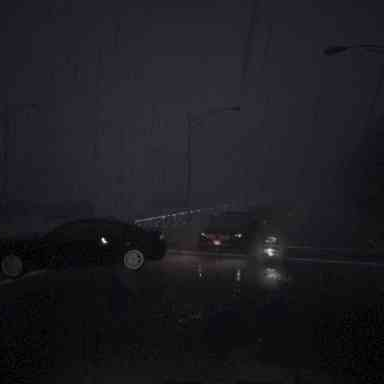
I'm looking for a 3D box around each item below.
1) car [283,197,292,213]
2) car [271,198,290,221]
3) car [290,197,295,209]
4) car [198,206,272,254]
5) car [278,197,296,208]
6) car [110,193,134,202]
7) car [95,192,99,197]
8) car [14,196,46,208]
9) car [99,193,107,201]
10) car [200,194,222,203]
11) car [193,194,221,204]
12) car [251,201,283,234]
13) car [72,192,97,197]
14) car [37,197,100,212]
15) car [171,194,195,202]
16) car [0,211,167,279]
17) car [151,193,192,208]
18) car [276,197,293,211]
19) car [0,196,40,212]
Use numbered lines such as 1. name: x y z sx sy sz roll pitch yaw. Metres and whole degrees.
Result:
1. car: 7.824 1.488 30.461 1.837 1.490 4.892 0 0 19
2. car: 5.934 1.476 24.902 2.128 1.511 4.902 0 0 19
3. car: 9.877 1.545 36.495 1.994 1.385 4.181 0 0 19
4. car: 1.851 1.514 13.856 1.812 1.442 4.674 0 0 25
5. car: 13.656 1.470 47.619 2.128 1.511 4.902 0 0 19
6. car: -13.651 1.047 65.308 4.605 1.855 1.932 0 0 19
7. car: -21.692 1.299 68.001 3.806 1.475 1.970 0 0 19
8. car: -21.589 1.273 44.296 3.633 1.501 1.845 0 0 19
9. car: -20.043 1.015 70.952 3.866 1.878 1.905 0 0 19
10. car: 3.556 1.204 62.923 3.806 1.475 1.970 0 0 19
11. car: 1.798 1.127 56.743 5.027 1.636 2.152 0 0 19
12. car: 4.010 1.491 19.260 1.837 1.490 4.892 0 0 19
13. car: -18.333 1.249 53.743 4.514 1.523 2.007 0 0 19
14. car: -8.974 1.356 24.194 3.633 1.501 1.845 0 0 19
15. car: -1.939 1.259 68.659 4.514 1.523 2.007 0 0 19
16. car: -3.256 1.475 9.843 5.008 1.535 1.882 0 0 -15
17. car: -2.864 1.075 41.745 4.605 1.855 1.932 0 0 19
18. car: 11.762 1.485 42.047 1.837 1.490 4.892 0 0 19
19. car: -15.041 1.356 29.404 3.806 1.475 1.970 0 0 19
